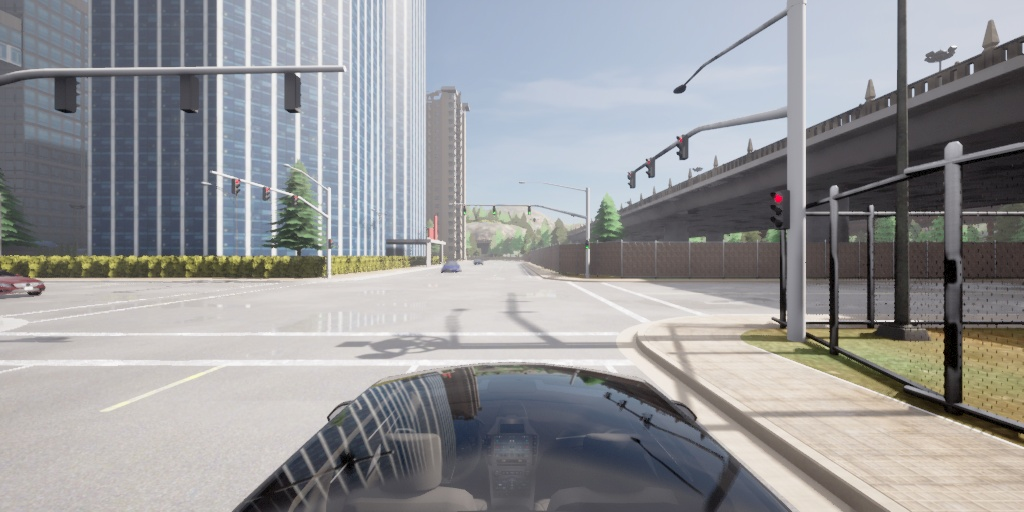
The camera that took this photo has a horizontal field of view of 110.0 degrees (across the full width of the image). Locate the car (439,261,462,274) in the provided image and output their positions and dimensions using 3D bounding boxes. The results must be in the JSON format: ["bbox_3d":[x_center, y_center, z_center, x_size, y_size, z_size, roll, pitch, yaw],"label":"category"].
[{"bbox_3d":[-6.981,1.329,41.400,1.812,1.442,4.674,0,1,0],"label":"car"}]

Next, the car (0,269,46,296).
[{"bbox_3d":[-26.140,1.331,17.664,4.674,1.442,1.812,0,0,0],"label":"car"}]
